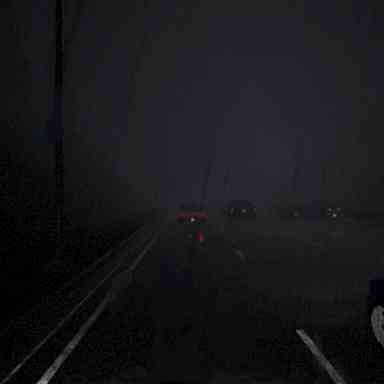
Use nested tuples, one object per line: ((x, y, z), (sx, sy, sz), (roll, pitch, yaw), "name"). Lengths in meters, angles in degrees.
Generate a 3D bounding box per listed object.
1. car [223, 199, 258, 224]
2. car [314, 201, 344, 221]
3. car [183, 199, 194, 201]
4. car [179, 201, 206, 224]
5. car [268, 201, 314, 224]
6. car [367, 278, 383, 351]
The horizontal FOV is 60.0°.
((3.539, 1.319, 24.847), (2.097, 1.767, 4.553), (0, 0, 0), "car")
((10.532, 1.466, 27.015), (1.837, 1.490, 4.892), (0, 0, 0), "car")
((-0.385, 1.514, 40.642), (1.994, 1.385, 4.181), (0, 0, -4), "car")
((0.040, 1.570, 24.647), (1.895, 1.301, 4.718), (0, 0, 0), "car")
((7.040, 1.443, 24.806), (1.882, 1.535, 5.008), (0, 0, 0), "car")
((3.587, 1.472, 3.056), (1.882, 1.535, 5.008), (0, 0, 0), "car")
